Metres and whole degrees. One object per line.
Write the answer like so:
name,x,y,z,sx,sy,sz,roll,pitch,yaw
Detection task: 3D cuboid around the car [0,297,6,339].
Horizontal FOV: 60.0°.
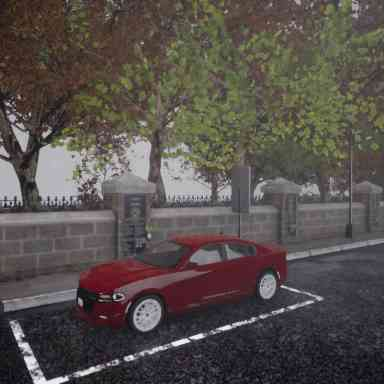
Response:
car,-4.476,1.551,3.467,4.403,1.369,2.008,0,0,-35

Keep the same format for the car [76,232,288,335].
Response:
car,0.013,1.545,6.715,4.507,1.381,1.887,0,0,-35
